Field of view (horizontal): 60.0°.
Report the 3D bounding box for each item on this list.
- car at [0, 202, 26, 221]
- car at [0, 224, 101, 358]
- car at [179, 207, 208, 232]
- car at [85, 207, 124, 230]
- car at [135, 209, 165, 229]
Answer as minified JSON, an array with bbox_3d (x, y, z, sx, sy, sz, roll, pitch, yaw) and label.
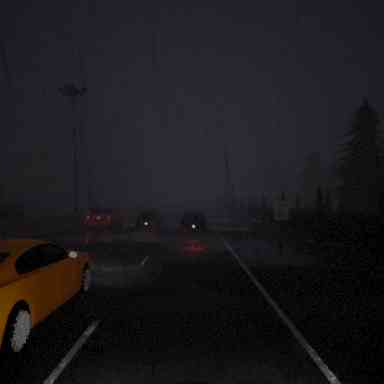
[{"bbox_3d":[-17.489,1.951,30.659,2.150,2.045,5.566,0,-2,0],"label":"car"},{"bbox_3d":[-3.399,1.606,6.225,1.882,1.535,5.008,0,-1,0],"label":"car"},{"bbox_3d":[0.106,2.088,24.400,1.837,1.490,4.892,0,-1,0],"label":"car"},{"bbox_3d":[-6.893,1.990,26.613,2.097,1.767,4.553,0,-1,0],"label":"car"},{"bbox_3d":[-3.393,2.153,27.042,1.837,1.490,4.892,0,-1,0],"label":"car"}]
